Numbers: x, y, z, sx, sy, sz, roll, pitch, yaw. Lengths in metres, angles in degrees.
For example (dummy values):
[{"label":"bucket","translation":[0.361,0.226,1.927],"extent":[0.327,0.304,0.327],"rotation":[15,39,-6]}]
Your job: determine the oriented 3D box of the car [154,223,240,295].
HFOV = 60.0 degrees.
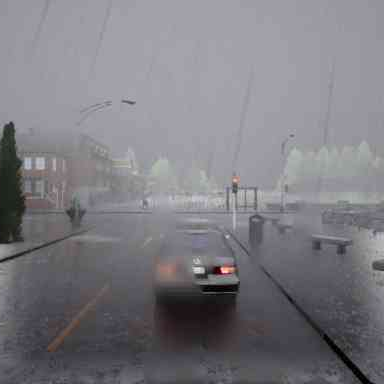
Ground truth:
[{"label":"car","translation":[0.099,1.547,8.879],"extent":[2.033,1.411,5.357],"rotation":[0,0,0]}]
